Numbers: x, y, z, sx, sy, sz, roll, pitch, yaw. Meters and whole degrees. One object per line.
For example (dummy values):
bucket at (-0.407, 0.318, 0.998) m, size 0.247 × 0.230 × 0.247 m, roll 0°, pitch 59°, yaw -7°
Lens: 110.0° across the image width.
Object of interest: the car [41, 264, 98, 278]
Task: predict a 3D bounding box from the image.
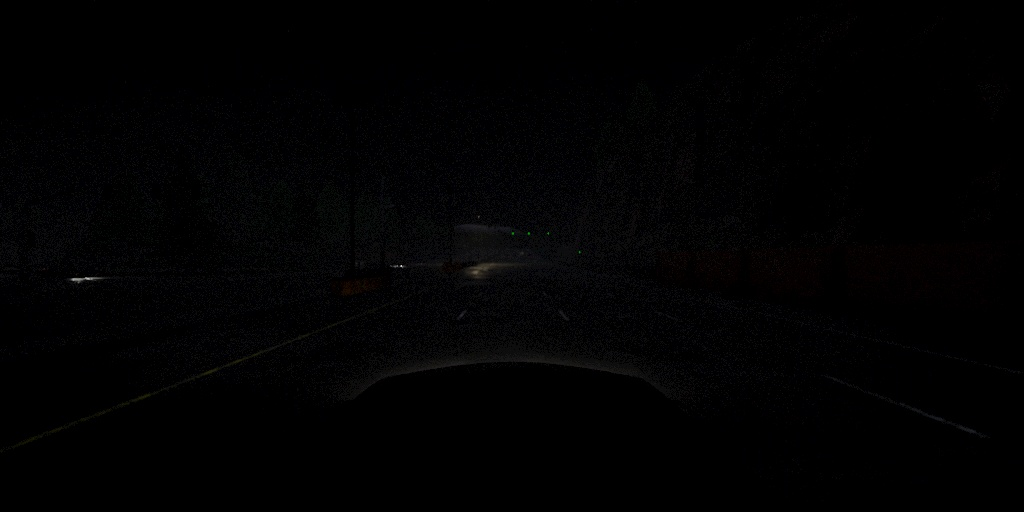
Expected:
car at (-42.623, 1.435, 34.571) m, size 4.181 × 1.385 × 1.994 m, roll 0°, pitch 0°, yaw 9°
